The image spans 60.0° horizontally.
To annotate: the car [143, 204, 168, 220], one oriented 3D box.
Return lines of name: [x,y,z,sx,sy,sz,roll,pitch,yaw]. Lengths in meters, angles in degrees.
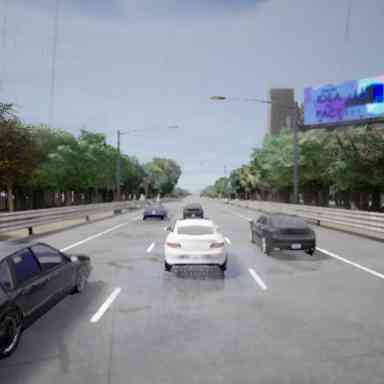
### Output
car: [-3.389,1.824,31.419,1.994,1.385,4.181,0,0,0]

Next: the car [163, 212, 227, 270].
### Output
car: [0.102,1.619,11.201,1.812,1.442,4.674,0,0,0]

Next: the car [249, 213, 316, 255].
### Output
car: [3.604,1.623,13.899,1.837,1.490,4.892,0,0,0]

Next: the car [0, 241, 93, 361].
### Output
car: [-3.397,1.598,5.923,2.033,1.411,5.357,0,0,0]

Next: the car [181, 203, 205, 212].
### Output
car: [0.112,1.763,30.951,1.837,1.490,4.892,0,0,0]
